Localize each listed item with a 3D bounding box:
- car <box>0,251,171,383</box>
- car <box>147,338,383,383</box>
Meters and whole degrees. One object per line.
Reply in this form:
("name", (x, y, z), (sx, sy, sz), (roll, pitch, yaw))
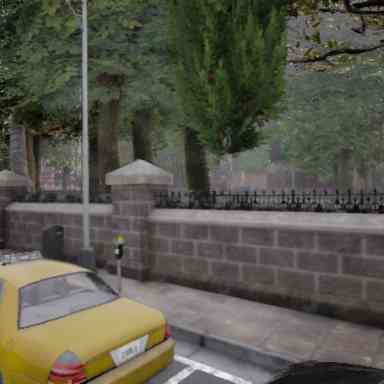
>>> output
("car", (-2.483, 1.509, 4.615), (4.829, 1.417, 1.752), (0, -1, 36))
("car", (2.080, 1.570, 1.334), (4.313, 1.339, 1.947), (0, -1, 36))
